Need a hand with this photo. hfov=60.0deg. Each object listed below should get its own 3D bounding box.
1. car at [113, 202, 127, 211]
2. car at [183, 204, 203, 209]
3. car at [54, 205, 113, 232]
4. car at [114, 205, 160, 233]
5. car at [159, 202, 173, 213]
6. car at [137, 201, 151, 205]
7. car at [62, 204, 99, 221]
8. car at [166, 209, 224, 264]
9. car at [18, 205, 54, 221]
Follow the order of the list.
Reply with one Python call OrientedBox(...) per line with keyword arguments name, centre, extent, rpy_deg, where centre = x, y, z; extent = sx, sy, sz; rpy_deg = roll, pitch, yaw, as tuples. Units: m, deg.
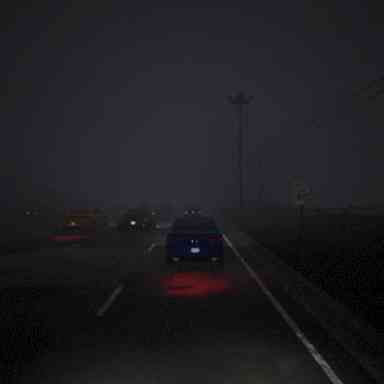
OrientedBox(name="car", centre=(-10.408, 2.106, 48.404), extent=(1.895, 1.301, 4.718), rpy_deg=(0, -1, 0))
OrientedBox(name="car", centre=(0.095, 1.880, 31.785), extent=(2.033, 1.411, 5.357), rpy_deg=(0, -1, 0))
OrientedBox(name="car", centre=(-6.903, 1.705, 21.768), extent=(1.882, 1.535, 5.008), rpy_deg=(0, 0, 0))
OrientedBox(name="car", centre=(-3.403, 1.786, 21.230), extent=(1.994, 1.385, 4.181), rpy_deg=(0, -1, 0))
OrientedBox(name="car", centre=(-3.406, 1.985, 41.944), extent=(2.033, 1.411, 5.357), rpy_deg=(0, -1, 0))
OrientedBox(name="car", centre=(-6.908, 2.024, 47.706), extent=(1.812, 1.442, 4.674), rpy_deg=(0, -1, 0))
OrientedBox(name="car", centre=(-10.405, 1.891, 31.367), extent=(1.994, 1.385, 4.181), rpy_deg=(0, -1, 0))
OrientedBox(name="car", centre=(0.098, 1.608, 12.435), extent=(1.882, 1.535, 5.008), rpy_deg=(0, 0, 0))
OrientedBox(name="car", centre=(-13.915, 1.868, 30.682), extent=(2.033, 1.411, 5.357), rpy_deg=(0, -1, 0))
